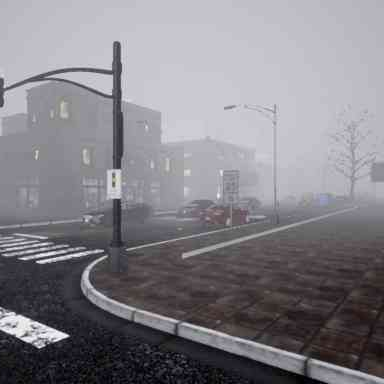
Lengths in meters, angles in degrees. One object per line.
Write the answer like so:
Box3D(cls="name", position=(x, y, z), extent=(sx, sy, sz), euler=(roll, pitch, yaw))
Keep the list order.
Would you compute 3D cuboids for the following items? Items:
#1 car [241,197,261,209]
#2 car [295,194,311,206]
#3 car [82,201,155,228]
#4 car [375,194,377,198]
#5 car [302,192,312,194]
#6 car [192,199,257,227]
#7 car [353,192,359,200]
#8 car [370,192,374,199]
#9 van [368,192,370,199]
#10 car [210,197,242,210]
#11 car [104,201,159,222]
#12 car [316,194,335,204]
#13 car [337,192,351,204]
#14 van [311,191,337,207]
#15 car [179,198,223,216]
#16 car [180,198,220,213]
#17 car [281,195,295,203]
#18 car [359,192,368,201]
Box3D(cls="car", position=(6.296, 1.287, 37.534), extent=(1.812, 1.442, 4.674), euler=(0, 0, 35))
Box3D(cls="car", position=(16.357, 1.270, 46.494), extent=(1.895, 1.301, 4.718), euler=(0, 0, 35))
Box3D(cls="car", position=(-4.769, 1.384, 21.508), extent=(2.128, 1.511, 4.902), euler=(0, 0, 35))
Box3D(cls="car", position=(45.468, 0.799, 84.113), extent=(1.967, 1.590, 4.097), euler=(0, 1, 35))
Box3D(cls="car", position=(22.878, 0.862, 66.129), extent=(2.192, 1.841, 5.009), euler=(0, 1, 35))
Box3D(cls="car", position=(2.208, 1.403, 21.413), extent=(1.887, 1.381, 4.507), euler=(0, 1, 35))
Box3D(cls="car", position=(26.638, 1.115, 56.823), extent=(1.887, 1.381, 4.507), euler=(0, 1, 35))
Box3D(cls="car", position=(39.191, 0.973, 75.017), extent=(1.887, 1.381, 4.507), euler=(0, 1, 35))
Box3D(cls="van", position=(36.053, 0.805, 70.467), extent=(1.690, 1.788, 3.998), euler=(0, 1, 35))
Box3D(cls="car", position=(4.049, 1.333, 38.840), extent=(1.947, 1.339, 4.313), euler=(0, 1, 35))
Box3D(cls="car", position=(-4.691, 1.452, 26.173), extent=(1.802, 1.307, 4.206), euler=(0, 1, 35))
Box3D(cls="car", position=(22.180, 1.079, 54.948), extent=(1.882, 1.535, 5.008), euler=(0, 0, 34))
Box3D(cls="car", position=(23.500, 1.173, 52.274), extent=(1.947, 1.339, 4.313), euler=(0, 1, 35))
Box3D(cls="van", position=(17.224, 1.021, 43.176), extent=(1.690, 1.788, 3.998), euler=(0, 1, 35))
Box3D(cls="car", position=(0.733, 1.353, 29.477), extent=(1.812, 1.442, 4.674), euler=(0, 0, 35))
Box3D(cls="car", position=(0.911, 1.355, 34.291), extent=(2.008, 1.369, 4.403), euler=(0, 1, 35))
Box3D(cls="car", position=(16.602, 1.201, 57.033), extent=(1.802, 1.307, 4.206), euler=(0, 1, 35))
Box3D(cls="car", position=(32.915, 0.939, 65.919), extent=(1.967, 1.590, 4.097), euler=(0, 1, 35))
